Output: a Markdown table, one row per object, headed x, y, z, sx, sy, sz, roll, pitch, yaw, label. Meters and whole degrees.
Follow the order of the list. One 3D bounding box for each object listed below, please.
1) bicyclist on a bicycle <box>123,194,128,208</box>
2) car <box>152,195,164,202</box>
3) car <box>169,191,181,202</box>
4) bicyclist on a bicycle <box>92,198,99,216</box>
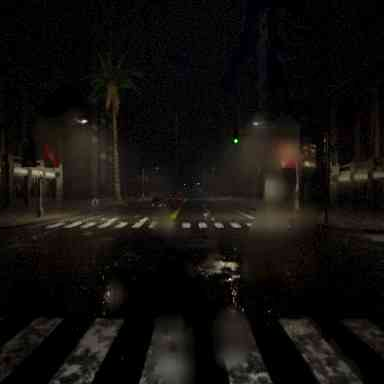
| x | y | z | sx | sy | sz | roll | pitch | yaw | label |
| --- | --- | --- | --- | --- | --- | --- | --- | --- | --- |
| -8.702 | 1.172 | 43.519 | 0.659 | 1.776 | 1.843 | 0 | 0 | 0 | bicyclist on a bicycle |
| -6.458 | 1.304 | 63.790 | 1.895 | 1.301 | 4.718 | 0 | 0 | 0 | car |
| -3.209 | 0.917 | 63.786 | 2.150 | 2.045 | 5.566 | 0 | 0 | 0 | car |
| -8.713 | 1.319 | 30.061 | 0.582 | 1.620 | 1.656 | 0 | 1 | 0 | bicyclist on a bicycle |
